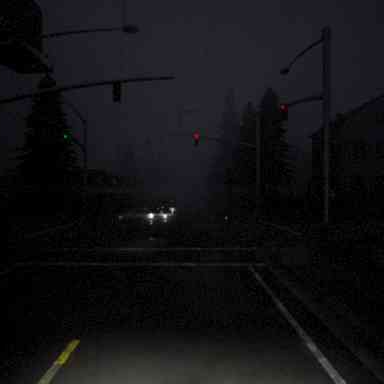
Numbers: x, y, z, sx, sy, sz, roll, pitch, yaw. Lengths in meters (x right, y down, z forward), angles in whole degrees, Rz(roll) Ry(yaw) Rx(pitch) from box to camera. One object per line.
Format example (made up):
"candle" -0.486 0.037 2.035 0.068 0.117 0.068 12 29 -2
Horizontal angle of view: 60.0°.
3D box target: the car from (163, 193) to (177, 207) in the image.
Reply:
"car" -3.568 1.246 50.783 2.150 2.045 5.566 0 0 1

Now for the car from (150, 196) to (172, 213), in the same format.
"car" -3.596 1.523 37.575 1.837 1.490 4.892 0 0 0
